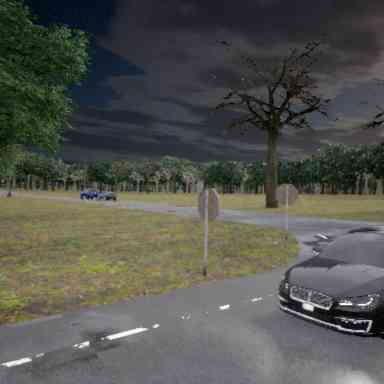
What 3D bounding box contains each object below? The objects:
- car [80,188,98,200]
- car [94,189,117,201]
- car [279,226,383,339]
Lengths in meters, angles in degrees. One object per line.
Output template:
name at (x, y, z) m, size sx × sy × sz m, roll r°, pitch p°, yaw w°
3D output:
car at (-18.383, 0.348, 60.033) m, size 2.150 × 2.045 × 5.566 m, roll 2°, pitch -1°, yaw -36°
car at (-13.674, 0.665, 53.560) m, size 1.837 × 1.490 × 4.892 m, roll 2°, pitch -1°, yaw -35°
car at (3.770, 1.496, 6.561) m, size 4.892 × 1.490 × 1.837 m, roll -1°, pitch 1°, yaw -36°
